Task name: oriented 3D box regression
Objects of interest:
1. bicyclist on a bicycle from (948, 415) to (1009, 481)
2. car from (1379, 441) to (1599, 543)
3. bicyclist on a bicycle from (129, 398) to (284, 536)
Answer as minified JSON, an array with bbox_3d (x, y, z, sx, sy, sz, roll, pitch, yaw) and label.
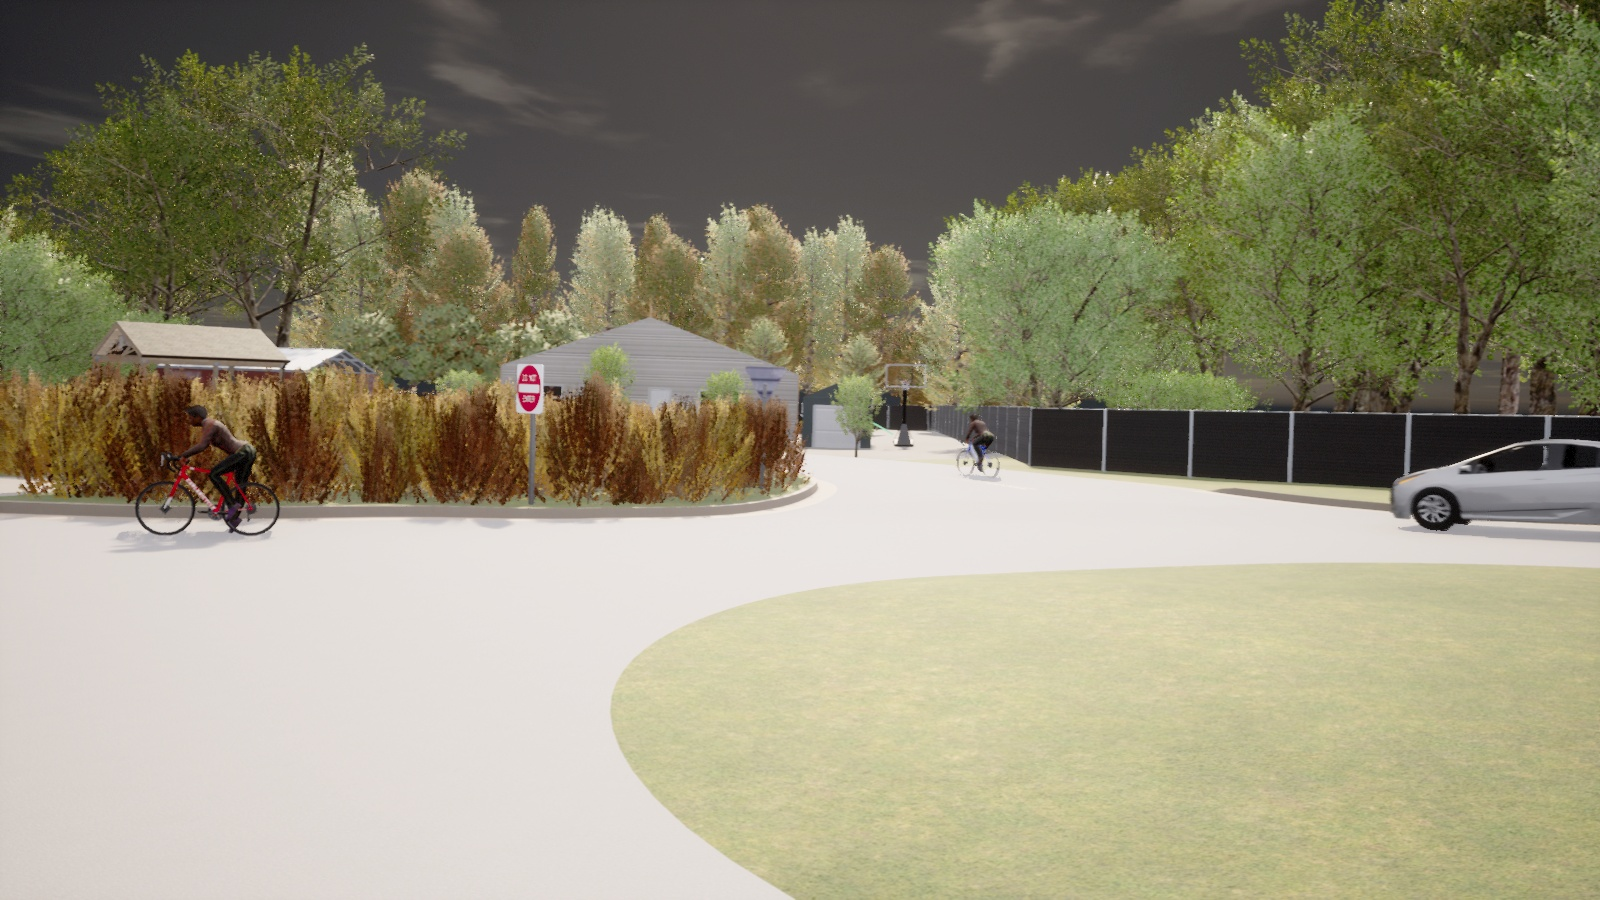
[{"bbox_3d":[4.558,-0.066,32.188,0.582,1.620,1.656,-1,3,-32],"label":"bicyclist on a bicycle"},{"bbox_3d":[12.179,0.643,20.590,4.514,1.525,2.007,1,1,39],"label":"car"},{"bbox_3d":[-7.331,0.215,15.574,1.656,1.620,0.582,2,3,-20],"label":"bicyclist on a bicycle"}]
